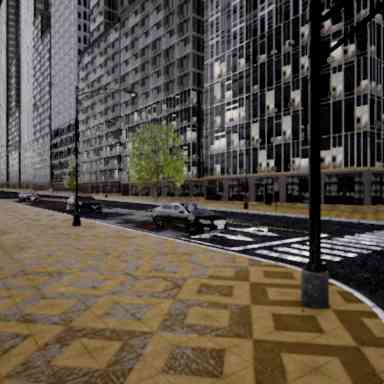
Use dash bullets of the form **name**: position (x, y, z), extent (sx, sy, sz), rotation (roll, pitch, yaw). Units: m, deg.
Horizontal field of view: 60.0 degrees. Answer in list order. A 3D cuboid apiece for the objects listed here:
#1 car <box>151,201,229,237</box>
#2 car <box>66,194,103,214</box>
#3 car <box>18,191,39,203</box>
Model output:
- **car**: position (-0.217, 1.253, 16.813), extent (2.128, 1.511, 4.902), rotation (0, 1, -38)
- **car**: position (-9.172, 1.001, 28.211), extent (1.837, 1.490, 4.892), rotation (0, 1, -38)
- **car**: position (-21.970, 0.610, 44.719), extent (2.128, 1.511, 4.902), rotation (0, 1, -38)
